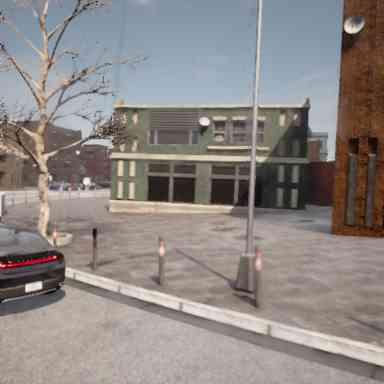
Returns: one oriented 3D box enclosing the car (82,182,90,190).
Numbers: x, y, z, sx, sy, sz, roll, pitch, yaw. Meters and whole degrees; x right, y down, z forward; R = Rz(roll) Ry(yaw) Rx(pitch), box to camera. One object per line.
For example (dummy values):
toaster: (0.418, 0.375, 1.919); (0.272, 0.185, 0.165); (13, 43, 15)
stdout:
car: (-24.736, -1.137, 70.625); (4.674, 1.452, 2.002); (3, 2, 20)

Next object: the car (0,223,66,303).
car: (-4.790, 1.468, 7.614); (4.892, 1.490, 1.837); (1, 0, 39)

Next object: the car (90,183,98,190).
car: (-23.750, -1.367, 73.196); (4.553, 1.767, 2.185); (3, 2, 20)

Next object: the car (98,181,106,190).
car: (-22.835, -1.312, 75.805); (4.892, 1.521, 2.231); (3, 2, 20)

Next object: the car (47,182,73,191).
car: (-26.610, -1.173, 65.432); (4.553, 1.767, 2.185); (3, 2, 20)

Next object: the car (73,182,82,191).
car: (-25.694, -1.111, 68.041); (5.008, 1.535, 2.097); (3, 2, 20)

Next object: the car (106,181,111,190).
car: (-20.940, -1.710, 80.973); (5.566, 2.045, 2.435); (3, 3, 20)
